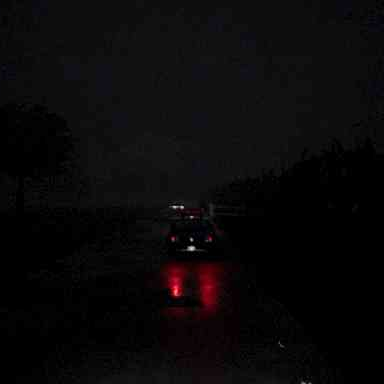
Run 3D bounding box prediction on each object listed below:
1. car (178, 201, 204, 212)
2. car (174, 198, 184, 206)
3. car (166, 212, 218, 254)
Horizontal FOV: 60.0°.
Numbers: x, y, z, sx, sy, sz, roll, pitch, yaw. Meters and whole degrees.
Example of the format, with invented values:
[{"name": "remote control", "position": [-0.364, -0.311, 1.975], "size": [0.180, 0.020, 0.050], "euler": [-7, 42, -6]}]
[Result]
[{"name": "car", "position": [-0.018, 1.815, 29.321], "size": [1.837, 1.490, 4.892], "euler": [0, 0, 0]}, {"name": "car", "position": [-2.810, 2.172, 71.134], "size": [2.097, 1.767, 4.553], "euler": [0, -1, 0]}, {"name": "car", "position": [-0.009, 1.745, 14.119], "size": [1.895, 1.301, 4.718], "euler": [0, -1, 0]}]
